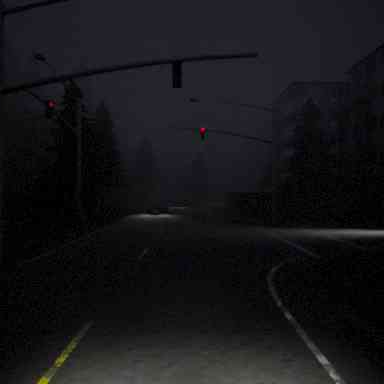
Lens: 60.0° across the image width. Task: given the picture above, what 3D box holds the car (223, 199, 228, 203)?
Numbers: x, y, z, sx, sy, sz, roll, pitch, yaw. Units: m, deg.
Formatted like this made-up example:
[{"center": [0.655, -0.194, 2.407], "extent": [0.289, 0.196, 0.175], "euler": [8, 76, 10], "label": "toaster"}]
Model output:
[{"center": [8.429, 1.489, 64.300], "extent": [5.357, 1.411, 2.033], "euler": [0, 0, -40], "label": "car"}]

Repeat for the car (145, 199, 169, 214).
[{"center": [-3.473, 1.466, 34.119], "extent": [1.812, 1.442, 4.674], "euler": [0, 0, 1], "label": "car"}]

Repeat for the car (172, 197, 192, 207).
[{"center": [-1.428, 1.440, 49.652], "extent": [1.812, 1.442, 4.674], "euler": [0, 0, 21], "label": "car"}]
